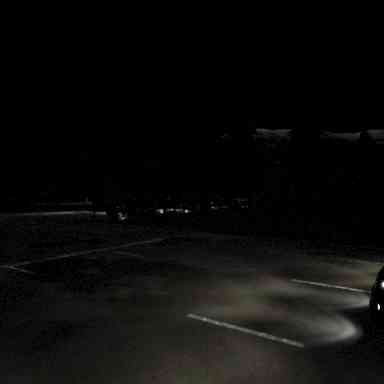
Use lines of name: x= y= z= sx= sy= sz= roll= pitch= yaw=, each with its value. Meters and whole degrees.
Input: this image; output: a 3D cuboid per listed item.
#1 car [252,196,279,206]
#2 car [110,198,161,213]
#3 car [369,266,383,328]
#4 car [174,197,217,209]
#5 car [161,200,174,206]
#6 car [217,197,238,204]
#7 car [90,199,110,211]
car: x=11.153 y=1.425 z=50.935 sx=4.902 sy=1.511 sz=2.128 roll=0 pitch=0 yaw=-32
car: x=-6.119 y=1.414 z=36.535 sx=1.837 sy=1.490 sz=4.892 roll=0 pitch=0 yaw=43
car: x=5.064 y=1.352 z=4.633 sx=4.553 sy=1.767 sz=2.097 roll=0 pitch=0 yaw=36
car: x=0.527 y=1.421 z=43.028 sx=4.892 sy=1.490 sz=1.837 roll=0 pitch=0 yaw=-41
car: x=-2.825 y=1.425 z=44.716 sx=4.674 sy=1.442 sz=1.812 roll=0 pitch=0 yaw=-42
car: x=4.584 y=1.458 z=50.822 sx=5.357 sy=1.411 sz=2.033 roll=0 pitch=0 yaw=-37
car: x=-9.278 y=1.494 z=38.340 sx=1.895 sy=1.301 sz=4.718 roll=0 pitch=0 yaw=43
